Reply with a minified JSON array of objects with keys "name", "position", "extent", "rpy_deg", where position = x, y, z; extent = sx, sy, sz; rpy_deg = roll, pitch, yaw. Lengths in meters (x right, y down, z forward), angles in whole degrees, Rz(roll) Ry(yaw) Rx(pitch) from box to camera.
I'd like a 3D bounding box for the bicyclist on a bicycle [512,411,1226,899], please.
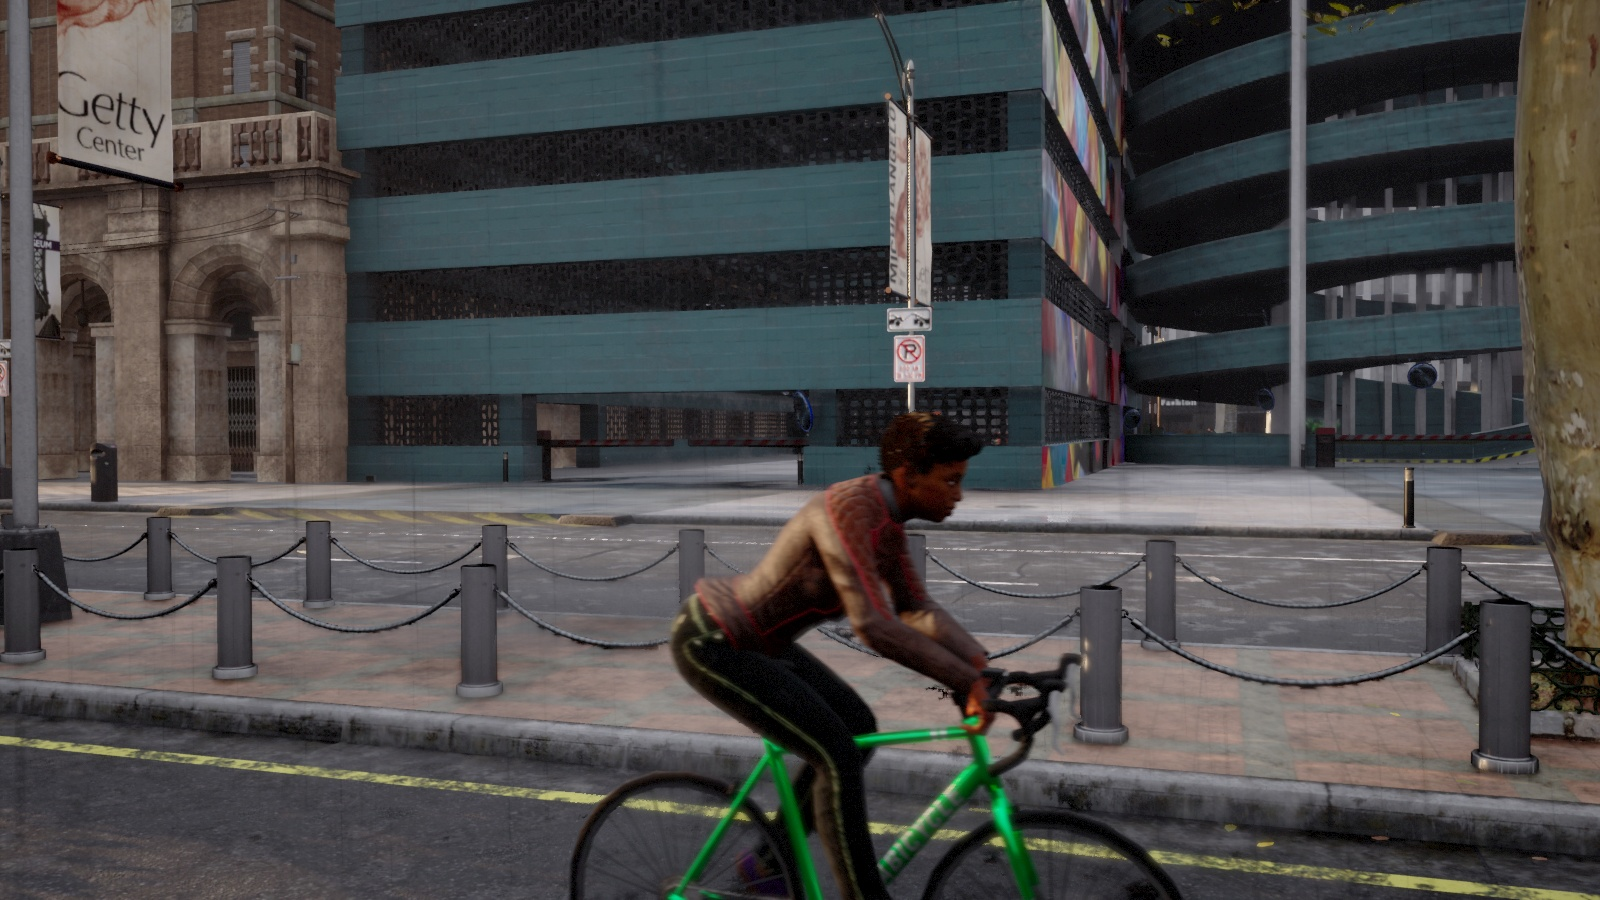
[{"name":"bicyclist on a bicycle","position":[0.166,0.730,3.136],"extent":[1.656,1.620,0.582],"rpy_deg":[2,1,19]}]
